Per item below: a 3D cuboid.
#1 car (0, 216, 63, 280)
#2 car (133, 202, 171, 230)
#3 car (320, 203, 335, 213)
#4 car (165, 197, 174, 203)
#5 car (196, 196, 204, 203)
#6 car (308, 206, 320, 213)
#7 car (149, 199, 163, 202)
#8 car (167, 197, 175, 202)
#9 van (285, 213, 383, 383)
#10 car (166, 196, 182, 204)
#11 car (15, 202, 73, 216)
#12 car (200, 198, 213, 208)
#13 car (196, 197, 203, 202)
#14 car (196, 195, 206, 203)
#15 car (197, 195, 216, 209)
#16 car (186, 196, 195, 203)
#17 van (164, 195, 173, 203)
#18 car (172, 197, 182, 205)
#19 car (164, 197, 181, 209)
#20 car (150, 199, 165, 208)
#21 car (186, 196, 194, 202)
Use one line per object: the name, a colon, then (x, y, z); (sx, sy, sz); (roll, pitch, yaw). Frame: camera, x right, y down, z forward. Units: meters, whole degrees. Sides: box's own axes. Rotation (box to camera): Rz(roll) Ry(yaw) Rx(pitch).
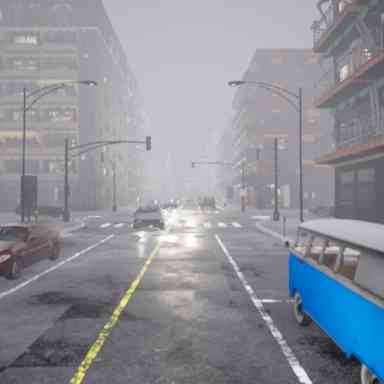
car: (-5.350, 1.623, 10.035); (1.802, 1.307, 4.206); (1, 0, 0)
car: (-2.895, 1.634, 22.280); (2.033, 1.411, 5.357); (0, 0, -10)
car: (13.600, 1.547, 27.979); (4.403, 1.369, 2.008); (0, -1, 0)
car: (-5.757, 2.008, 87.046); (2.008, 1.369, 4.403); (1, -1, 0)
car: (2.125, 1.897, 87.123); (1.967, 1.590, 4.097); (1, -1, 0)
car: (14.183, 1.730, 33.394); (4.718, 1.301, 1.895); (0, -1, -3)
car: (-5.549, 1.768, 48.114); (1.947, 1.339, 4.313); (1, 0, 0)
car: (-5.784, 2.032, 92.438); (1.752, 1.417, 4.829); (1, -1, 0)
van: (2.531, 1.359, 4.491); (1.690, 1.788, 3.998); (1, 0, 0)
car: (-3.130, 1.775, 58.250); (1.812, 1.442, 4.674); (0, 0, 0)
car: (-13.535, 1.631, 30.501); (4.902, 1.511, 2.128); (0, -1, -2)
car: (2.301, 1.753, 53.930); (1.752, 1.417, 4.829); (1, 0, 0)
car: (2.093, 2.091, 92.682); (1.802, 1.307, 4.206); (1, -1, 0)
car: (2.156, 1.721, 81.560); (2.192, 1.841, 5.009); (1, -1, 0)
car: (2.335, 1.517, 48.202); (2.192, 1.841, 5.009); (1, 0, 0)
car: (-0.406, 1.923, 78.187); (1.994, 1.385, 4.181); (0, 0, 0)
van: (-5.723, 1.747, 81.482); (1.690, 1.788, 3.998); (1, 0, 0)
car: (-3.114, 1.834, 68.451); (1.812, 1.442, 4.674); (0, 0, 0)
car: (-3.095, 1.767, 48.360); (1.994, 1.385, 4.181); (0, 0, -1)
car: (-5.579, 1.793, 53.675); (1.947, 1.339, 4.313); (1, 0, 0)
car: (-0.459, 1.838, 88.197); (2.033, 1.411, 5.357); (0, -1, 0)
